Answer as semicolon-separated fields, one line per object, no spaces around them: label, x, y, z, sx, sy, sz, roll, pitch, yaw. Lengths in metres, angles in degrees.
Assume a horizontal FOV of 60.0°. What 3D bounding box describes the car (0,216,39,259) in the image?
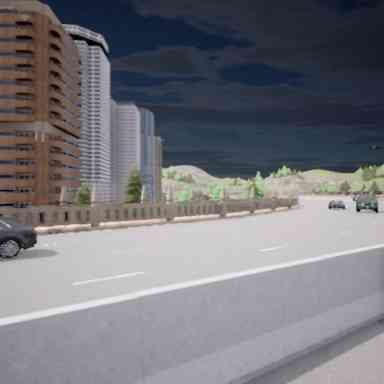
car;-7.939;1.567;11.362;4.892;1.490;1.837;0;0;-36

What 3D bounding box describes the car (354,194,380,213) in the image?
car;19.957;1.292;37.763;2.150;2.045;5.566;0;0;29

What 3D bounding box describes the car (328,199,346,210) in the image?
car;19.242;1.657;44.060;1.994;1.385;4.181;0;0;26
